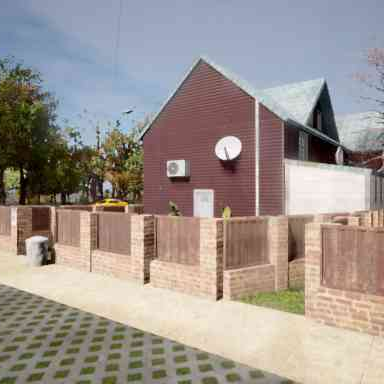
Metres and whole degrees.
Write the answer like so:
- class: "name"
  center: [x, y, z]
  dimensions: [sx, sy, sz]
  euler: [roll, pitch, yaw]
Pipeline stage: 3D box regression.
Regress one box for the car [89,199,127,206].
- class: "car"
  center: [-9.617, 1.577, 37.822]
  dimensions: [1.882, 1.535, 5.008]
  euler: [0, 0, 36]
